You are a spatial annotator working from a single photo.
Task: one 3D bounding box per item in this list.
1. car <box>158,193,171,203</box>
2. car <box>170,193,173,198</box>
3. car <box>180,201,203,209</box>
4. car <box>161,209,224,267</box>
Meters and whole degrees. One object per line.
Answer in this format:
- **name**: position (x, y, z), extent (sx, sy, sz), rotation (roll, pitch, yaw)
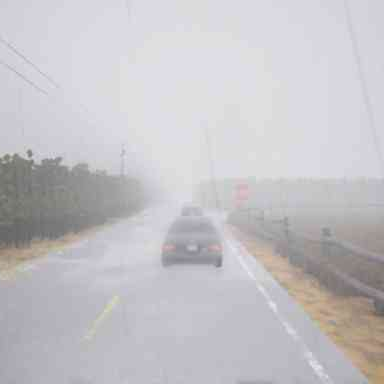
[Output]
- **car**: position (-5.596, 1.449, 65.351), extent (2.033, 1.411, 5.357), rotation (0, 0, -3)
- **car**: position (-5.590, 0.925, 80.757), extent (2.097, 1.767, 4.553), rotation (0, 0, 2)
- **car**: position (-0.022, 1.484, 28.077), extent (1.812, 1.442, 4.674), rotation (0, 0, -1)
- **car**: position (0.023, 1.531, 11.342), extent (2.033, 1.411, 5.357), rotation (0, 0, 0)
